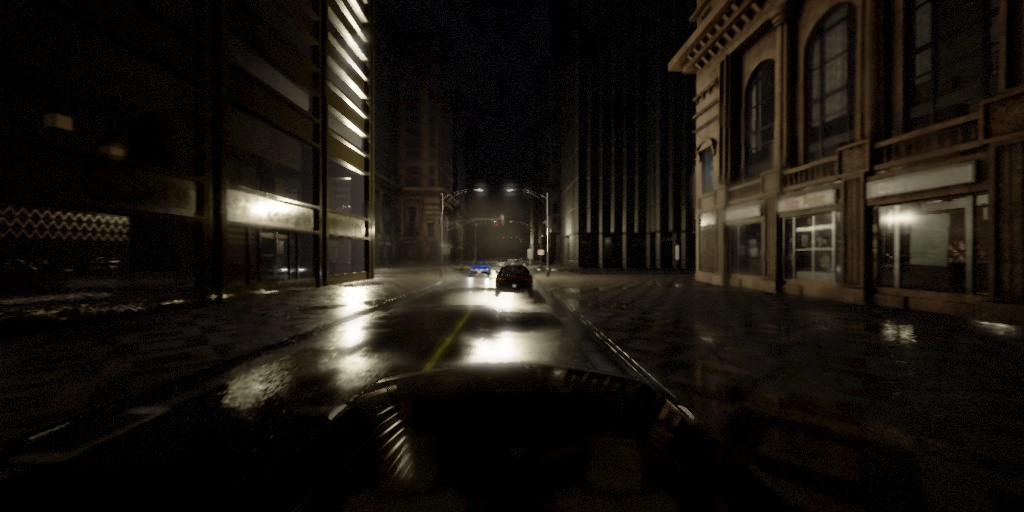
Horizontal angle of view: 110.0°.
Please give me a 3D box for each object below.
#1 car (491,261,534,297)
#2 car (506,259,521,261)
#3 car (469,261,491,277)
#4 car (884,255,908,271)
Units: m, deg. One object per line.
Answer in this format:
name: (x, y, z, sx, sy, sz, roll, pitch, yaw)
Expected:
car: (0.105, 1.210, 18.980, 1.882, 1.535, 5.008, 0, 0, 0)
car: (0.104, 1.072, 31.174, 2.097, 1.767, 4.553, 0, 0, 0)
car: (-2.997, 1.242, 35.120, 1.812, 1.442, 4.674, 0, 0, 0)
car: (46.606, 0.839, 45.098, 5.566, 2.045, 2.150, 0, 0, 0)
